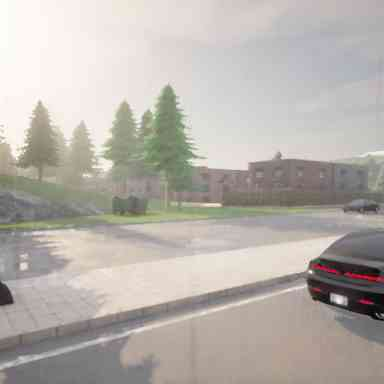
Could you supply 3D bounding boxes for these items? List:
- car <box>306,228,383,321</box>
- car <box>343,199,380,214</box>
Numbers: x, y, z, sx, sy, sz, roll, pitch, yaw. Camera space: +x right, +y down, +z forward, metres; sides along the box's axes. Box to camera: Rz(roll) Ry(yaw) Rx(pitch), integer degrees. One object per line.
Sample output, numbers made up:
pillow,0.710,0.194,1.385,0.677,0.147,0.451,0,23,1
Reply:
car,4.366,1.505,6.835,4.892,1.490,1.837,0,0,-36
car,17.844,1.477,34.978,5.008,1.535,1.882,0,0,-35
